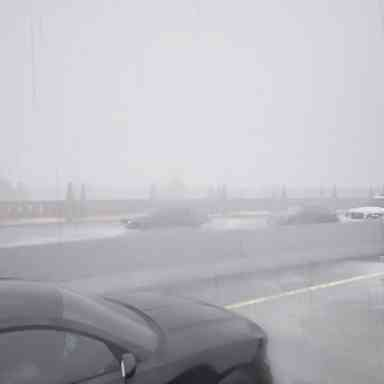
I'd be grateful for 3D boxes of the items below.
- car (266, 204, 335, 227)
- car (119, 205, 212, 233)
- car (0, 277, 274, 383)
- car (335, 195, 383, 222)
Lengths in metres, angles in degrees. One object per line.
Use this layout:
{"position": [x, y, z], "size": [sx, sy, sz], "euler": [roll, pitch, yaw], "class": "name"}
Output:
{"position": [6.575, 1.471, 19.607], "size": [4.674, 1.442, 1.812], "euler": [0, 0, -26], "class": "car"}
{"position": [-1.436, 1.473, 19.385], "size": [5.357, 1.411, 2.033], "euler": [0, 0, -30], "class": "car"}
{"position": [-1.503, 1.463, 2.539], "size": [5.008, 1.535, 1.882], "euler": [0, 0, -35], "class": "car"}
{"position": [10.679, 1.184, 17.696], "size": [5.566, 2.045, 2.150], "euler": [0, 0, -24], "class": "car"}
